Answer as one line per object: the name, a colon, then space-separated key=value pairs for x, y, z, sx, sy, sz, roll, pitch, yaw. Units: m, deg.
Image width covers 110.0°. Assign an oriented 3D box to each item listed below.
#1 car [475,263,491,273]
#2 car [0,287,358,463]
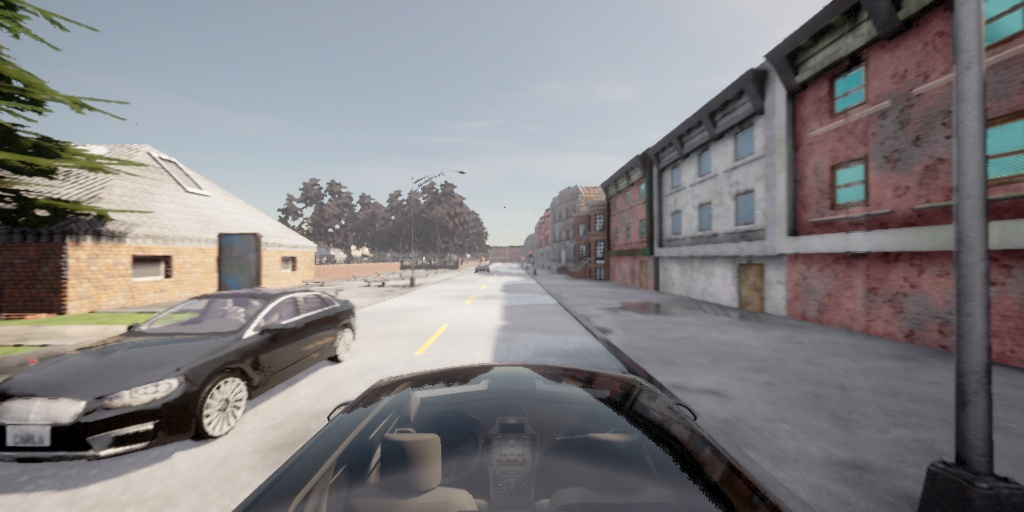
car: x=-4.021 y=1.670 z=49.677 sx=1.994 sy=1.385 sz=4.181 roll=0 pitch=0 yaw=0
car: x=-4.102 y=1.284 z=5.494 sx=2.128 sy=1.511 sz=4.902 roll=0 pitch=0 yaw=0
